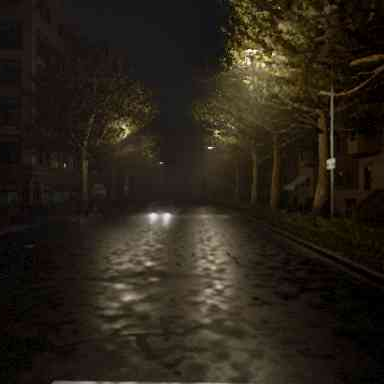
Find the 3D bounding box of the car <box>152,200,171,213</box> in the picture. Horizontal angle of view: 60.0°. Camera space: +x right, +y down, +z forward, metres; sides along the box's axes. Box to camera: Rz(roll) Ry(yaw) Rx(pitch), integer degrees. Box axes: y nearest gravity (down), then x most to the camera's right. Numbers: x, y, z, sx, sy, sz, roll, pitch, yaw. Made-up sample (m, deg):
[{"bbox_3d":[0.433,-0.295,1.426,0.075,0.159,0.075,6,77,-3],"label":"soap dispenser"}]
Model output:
[{"bbox_3d":[-3.449,1.613,37.956,1.895,1.301,4.718,0,0,0],"label":"car"}]
